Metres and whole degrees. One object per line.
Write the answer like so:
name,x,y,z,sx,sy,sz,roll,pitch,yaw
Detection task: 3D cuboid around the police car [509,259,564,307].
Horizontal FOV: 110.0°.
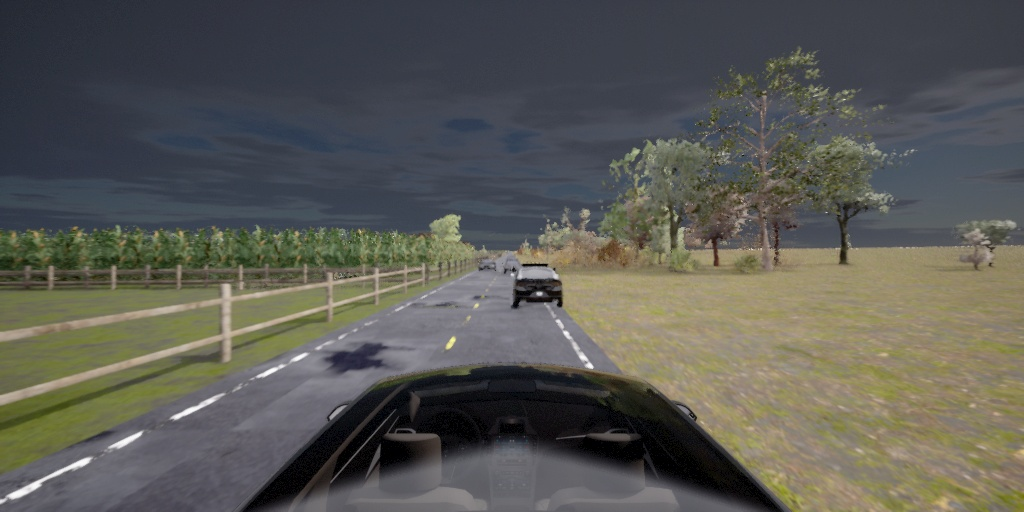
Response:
police car,0.963,1.101,15.127,1.930,1.638,5.238,0,0,0

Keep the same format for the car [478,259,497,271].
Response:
car,-2.813,1.074,41.898,1.994,1.385,4.181,0,0,0

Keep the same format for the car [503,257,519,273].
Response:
car,0.053,1.076,38.915,2.033,1.411,5.357,0,0,1
